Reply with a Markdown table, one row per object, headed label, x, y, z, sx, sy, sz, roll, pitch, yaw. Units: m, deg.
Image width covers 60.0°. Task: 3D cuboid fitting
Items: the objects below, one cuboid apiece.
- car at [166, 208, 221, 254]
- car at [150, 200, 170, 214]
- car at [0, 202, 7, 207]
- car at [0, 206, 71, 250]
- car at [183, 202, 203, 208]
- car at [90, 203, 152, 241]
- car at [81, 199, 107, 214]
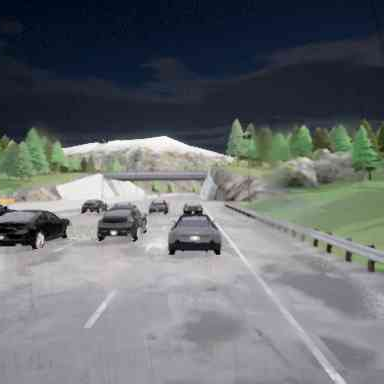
| label | x | y | z | sx | sy | sz | roll | pitch | yaw |
| --- | --- | --- | --- | --- | --- | --- | --- | --- | --- |
| car | 0.099 | 1.582 | 13.602 | 1.994 | 1.385 | 4.181 | 0 | 0 | 0 |
| car | -3.404 | 1.537 | 35.070 | 2.128 | 1.511 | 4.902 | 0 | 0 | 0 |
| car | -10.402 | 1.242 | 15.933 | 2.150 | 2.045 | 5.566 | 0 | 0 | 0 |
| car | -6.901 | 1.497 | 14.500 | 1.882 | 1.535 | 5.008 | 0 | 0 | 0 |
| car | 0.097 | 1.644 | 33.226 | 1.895 | 1.301 | 4.718 | 0 | 0 | 0 |
| car | -3.402 | 1.527 | 16.860 | 1.837 | 1.490 | 4.892 | 0 | 0 | 0 |
| car | -10.403 | 1.551 | 35.863 | 1.837 | 1.490 | 4.892 | 0 | 0 | 0 |
